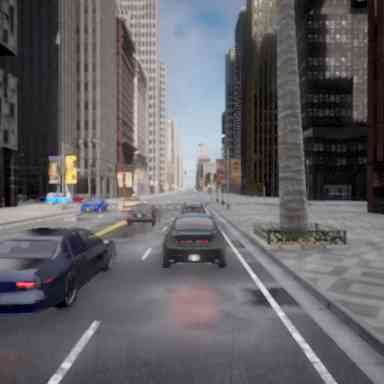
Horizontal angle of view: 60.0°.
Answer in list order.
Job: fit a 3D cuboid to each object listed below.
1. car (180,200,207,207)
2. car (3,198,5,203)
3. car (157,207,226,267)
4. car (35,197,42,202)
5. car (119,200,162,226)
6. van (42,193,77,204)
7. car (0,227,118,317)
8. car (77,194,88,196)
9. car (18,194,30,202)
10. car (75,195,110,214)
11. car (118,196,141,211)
[{"bbox_3d":[0.089,1.428,26.298,1.837,1.490,4.892,0,0,0],"label":"car"},{"bbox_3d":[-31.724,1.177,52.109,4.829,1.417,1.752,1,0,0],"label":"car"},{"bbox_3d":[0.079,1.471,11.215,1.837,1.490,4.892,0,0,0],"label":"car"},{"bbox_3d":[-26.237,1.181,60.614,4.313,1.339,1.947,1,0,0],"label":"car"},{"bbox_3d":[-3.189,1.480,22.750,2.033,1.411,5.357,0,0,1],"label":"car"},{"bbox_3d":[-20.644,1.092,52.067,3.998,1.788,1.690,1,0,0],"label":"van"},{"bbox_3d":[-3.199,1.523,7.746,2.033,1.411,5.357,0,0,1],"label":"car"},{"bbox_3d":[-20.612,1.105,60.592,4.097,1.590,1.967,1,0,0],"label":"car"},{"bbox_3d":[-31.862,1.116,60.635,4.403,1.369,2.008,1,0,0],"label":"car"},{"bbox_3d":[-9.807,1.384,33.859,1.882,1.535,5.008,0,0,0],"label":"car"},{"bbox_3d":[-6.545,1.251,36.082,2.097,1.767,4.553,0,0,0],"label":"car"}]
